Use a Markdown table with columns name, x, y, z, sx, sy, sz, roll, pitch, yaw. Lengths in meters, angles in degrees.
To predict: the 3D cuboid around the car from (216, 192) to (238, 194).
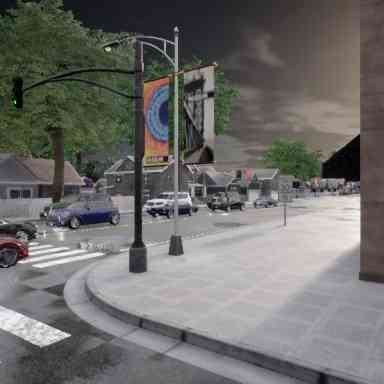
| name | x | y | z | sx | sy | sz | roll | pitch | yaw |
| --- | --- | --- | --- | --- | --- | --- | --- | --- | --- |
| car | 4.038 | 1.005 | 41.438 | 2.150 | 2.045 | 5.566 | 0 | 0 | 35 |

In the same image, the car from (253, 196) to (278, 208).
| name | x | y | z | sx | sy | sz | roll | pitch | yaw |
| --- | --- | --- | --- | --- | --- | --- | --- | --- | --- |
| car | 9.743 | 1.248 | 43.806 | 2.128 | 1.511 | 4.902 | 0 | 0 | 36 |

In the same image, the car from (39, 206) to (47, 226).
| name | x | y | z | sx | sy | sz | roll | pitch | yaw |
| --- | --- | --- | --- | --- | --- | --- | --- | --- | --- |
| car | -8.402 | 1.462 | 12.566 | 1.837 | 1.490 | 4.892 | 0 | 0 | 36 |

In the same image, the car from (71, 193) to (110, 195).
| name | x | y | z | sx | sy | sz | roll | pitch | yaw |
| --- | --- | --- | --- | --- | --- | --- | --- | --- | --- |
| car | -8.207 | 1.120 | 24.397 | 2.150 | 2.045 | 5.566 | 0 | 0 | 34 |

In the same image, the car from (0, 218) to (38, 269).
| name | x | y | z | sx | sy | sz | roll | pitch | yaw |
| --- | --- | --- | --- | --- | --- | --- | --- | --- | --- |
| car | -6.836 | 1.533 | 9.168 | 1.994 | 1.385 | 4.181 | 0 | 0 | 36 |

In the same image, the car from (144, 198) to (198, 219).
| name | x | y | z | sx | sy | sz | roll | pitch | yaw |
| --- | --- | --- | --- | --- | --- | --- | --- | --- | --- |
| car | -1.504 | 1.462 | 28.139 | 1.895 | 1.301 | 4.718 | 0 | 0 | 36 |

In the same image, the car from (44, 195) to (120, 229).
| name | x | y | z | sx | sy | sz | roll | pitch | yaw |
| --- | --- | --- | --- | --- | --- | --- | --- | --- | --- |
| car | -6.729 | 1.264 | 20.821 | 2.097 | 1.767 | 4.553 | 0 | 0 | 35 |

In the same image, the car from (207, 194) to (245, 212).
| name | x | y | z | sx | sy | sz | roll | pitch | yaw |
| --- | --- | --- | --- | --- | --- | --- | --- | --- | --- |
| car | 3.946 | 1.287 | 35.742 | 1.882 | 1.535 | 5.008 | 0 | 0 | 35 |

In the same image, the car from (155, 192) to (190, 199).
| name | x | y | z | sx | sy | sz | roll | pitch | yaw |
| --- | --- | --- | --- | --- | --- | --- | --- | --- | --- |
| car | -2.216 | 1.063 | 32.708 | 2.150 | 2.045 | 5.566 | 0 | 0 | 35 |
